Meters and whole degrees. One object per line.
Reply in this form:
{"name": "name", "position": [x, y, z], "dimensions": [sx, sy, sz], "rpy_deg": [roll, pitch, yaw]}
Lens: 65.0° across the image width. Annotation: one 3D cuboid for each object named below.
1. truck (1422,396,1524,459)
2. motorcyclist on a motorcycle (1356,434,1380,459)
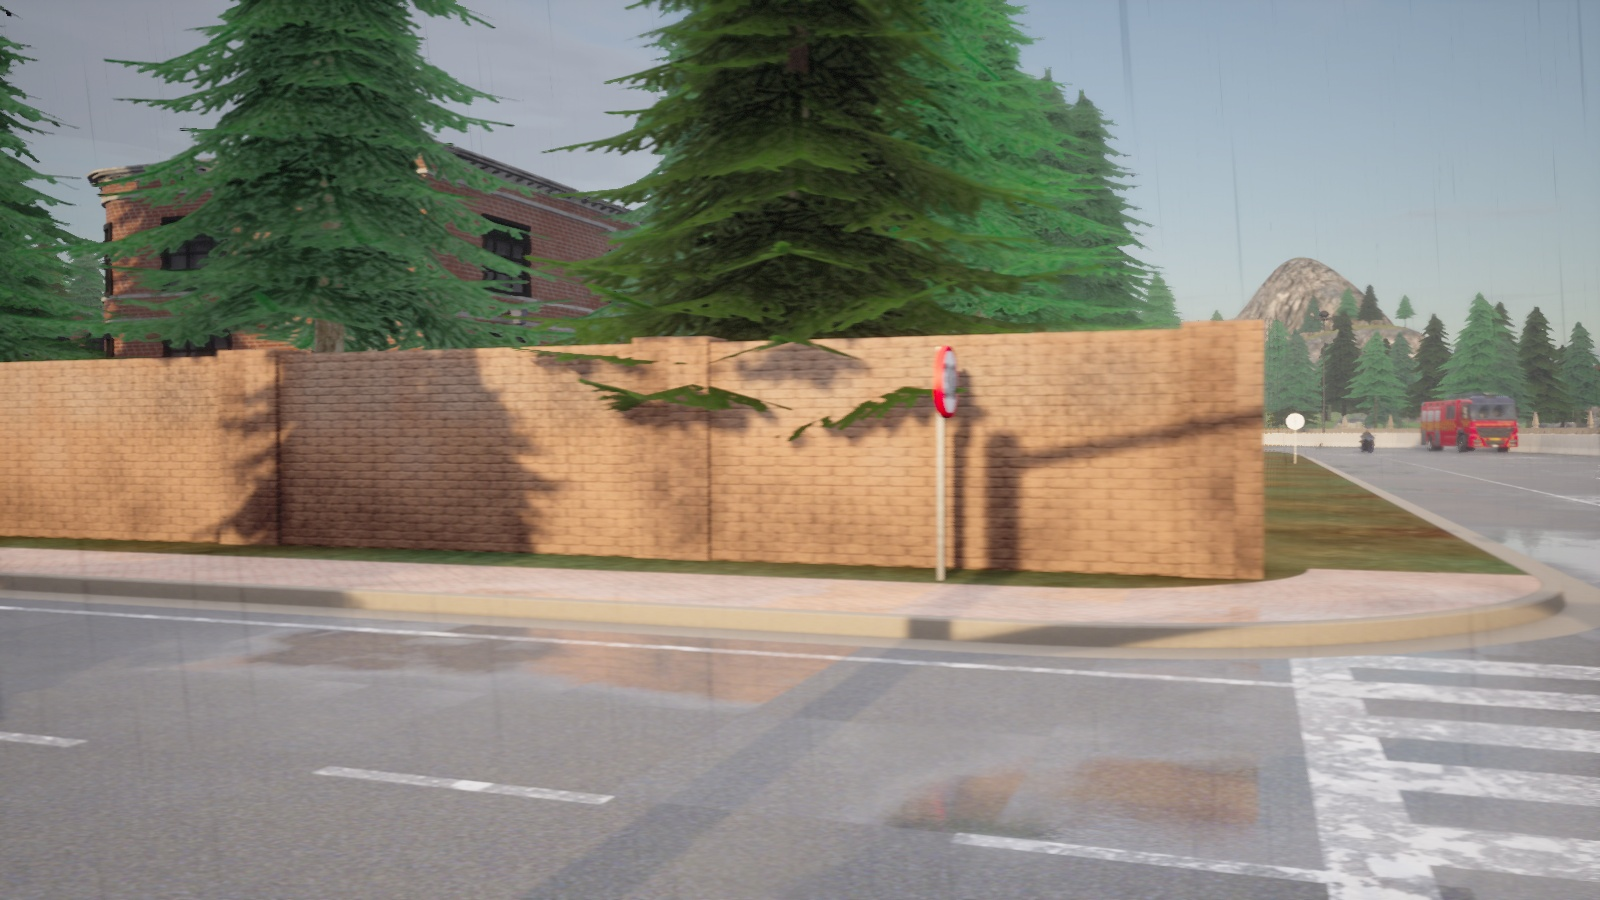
{"name": "truck", "position": [43.298, -1.430, 81.154], "dimensions": [2.891, 3.827, 8.468], "rpy_deg": [0, 1, 7]}
{"name": "motorcyclist on a motorcycle", "position": [35.975, -0.236, 79.539], "dimensions": [0.866, 1.530, 2.191], "rpy_deg": [0, 1, 9]}
